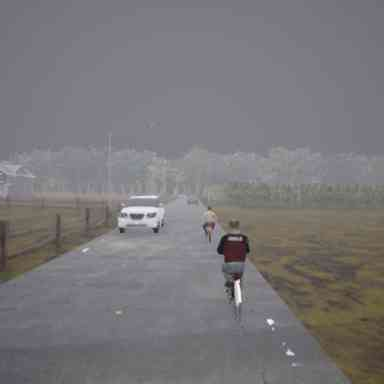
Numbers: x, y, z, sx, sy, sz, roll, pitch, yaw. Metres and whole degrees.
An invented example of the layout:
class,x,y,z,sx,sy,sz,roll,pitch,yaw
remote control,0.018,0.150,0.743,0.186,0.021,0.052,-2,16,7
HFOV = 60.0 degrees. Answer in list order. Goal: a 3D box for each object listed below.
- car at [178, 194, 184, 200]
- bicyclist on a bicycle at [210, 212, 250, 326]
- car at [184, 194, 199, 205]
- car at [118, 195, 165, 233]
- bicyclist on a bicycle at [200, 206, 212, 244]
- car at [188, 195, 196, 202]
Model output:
class,x,y,z,sx,sy,sz,roll,pitch,yaw
car,-2.730,1.255,94.597,2.097,1.767,4.553,0,0,0
bicyclist on a bicycle,0.761,1.370,6.210,0.659,1.776,1.843,0,0,0
car,0.114,1.441,58.580,2.128,1.511,4.902,0,0,0
car,-2.844,1.219,19.807,2.150,2.045,5.566,0,0,0
bicyclist on a bicycle,0.772,1.435,14.884,0.866,1.612,1.509,0,0,0
car,0.016,1.423,73.918,1.837,1.490,4.892,0,0,0
